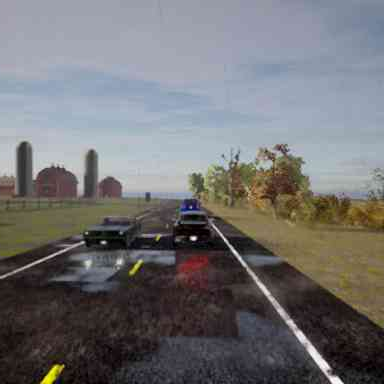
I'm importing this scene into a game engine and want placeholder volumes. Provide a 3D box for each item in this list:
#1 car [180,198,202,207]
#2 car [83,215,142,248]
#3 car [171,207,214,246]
[{"bbox_3d":[-0.118,1.683,36.220,2.150,2.045,5.566,0,-1,-1],"label":"car"},{"bbox_3d":[-3.635,1.802,15.910,1.895,1.301,4.718,0,-1,0],"label":"car"},{"bbox_3d":[0.053,1.714,16.477,1.837,1.490,4.892,0,0,0],"label":"car"}]
